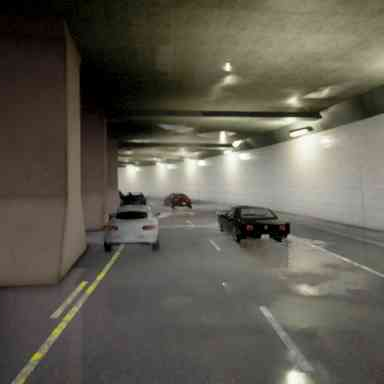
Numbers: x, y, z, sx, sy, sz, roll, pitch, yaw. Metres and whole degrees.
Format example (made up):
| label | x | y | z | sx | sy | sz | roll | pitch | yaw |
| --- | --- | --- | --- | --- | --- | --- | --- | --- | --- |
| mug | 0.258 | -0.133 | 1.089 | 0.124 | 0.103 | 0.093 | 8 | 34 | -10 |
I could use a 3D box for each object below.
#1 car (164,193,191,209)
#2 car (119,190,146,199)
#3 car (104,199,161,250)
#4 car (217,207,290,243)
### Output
| label | x | y | z | sx | sy | sz | roll | pitch | yaw |
| --- | --- | --- | --- | --- | --- | --- | --- | --- | --- |
| car | -1.378 | 0.796 | 31.456 | 1.812 | 1.442 | 4.674 | 0 | 1 | -17 |
| car | -5.867 | 0.706 | 33.934 | 2.128 | 1.511 | 4.902 | 0 | 1 | -19 |
| car | -2.188 | 1.230 | 12.703 | 1.812 | 1.442 | 4.674 | 0 | 1 | -6 |
| car | 2.375 | 1.269 | 14.180 | 1.895 | 1.301 | 4.718 | 0 | 1 | -7 |
